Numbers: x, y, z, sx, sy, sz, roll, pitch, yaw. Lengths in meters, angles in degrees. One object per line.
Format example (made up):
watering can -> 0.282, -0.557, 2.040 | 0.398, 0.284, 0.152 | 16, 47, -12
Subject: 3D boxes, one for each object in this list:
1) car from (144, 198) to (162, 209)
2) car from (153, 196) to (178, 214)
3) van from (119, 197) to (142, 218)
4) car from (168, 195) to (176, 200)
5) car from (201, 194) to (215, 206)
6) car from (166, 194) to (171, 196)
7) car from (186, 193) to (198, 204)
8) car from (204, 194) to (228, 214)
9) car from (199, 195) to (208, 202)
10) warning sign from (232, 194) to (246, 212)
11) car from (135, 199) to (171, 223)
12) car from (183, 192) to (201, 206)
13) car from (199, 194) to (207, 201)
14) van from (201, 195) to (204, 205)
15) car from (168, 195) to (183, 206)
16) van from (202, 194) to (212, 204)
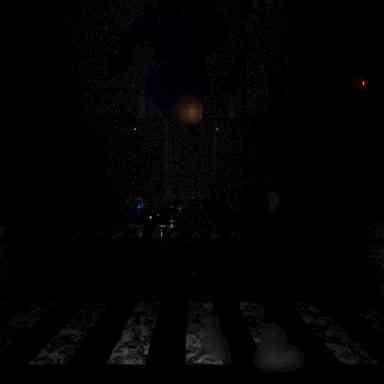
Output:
car -> -5.382, 1.539, 46.203 | 1.887, 1.381, 4.507 | 0, 0, 0
car -> -2.832, 1.473, 36.077 | 1.882, 1.535, 5.008 | 0, 0, 0
van -> -5.394, 1.338, 29.984 | 1.690, 1.788, 3.998 | 0, 0, 0
car -> -5.348, 1.567, 89.453 | 1.802, 1.307, 4.206 | 0, 0, 0
car -> 2.712, 1.307, 57.013 | 2.192, 1.841, 5.009 | 0, 0, 0
car -> -5.369, 1.516, 62.253 | 1.752, 1.417, 4.829 | 0, 0, 0
car -> 0.032, 1.211, 65.222 | 2.150, 2.045, 5.566 | 0, 0, 0
car -> 2.721, 1.311, 35.388 | 2.192, 1.841, 5.009 | 0, 0, 0
car -> 2.703, 1.512, 78.808 | 1.752, 1.417, 4.829 | 0, 0, 0
warning sign -> 4.959, 1.111, 34.930 | 1.300, 1.860, 1.060 | 0, 0, 0
car -> -2.840, 1.502, 25.247 | 1.837, 1.490, 4.892 | 0, 0, 0
car -> 0.080, 1.344, 55.296 | 2.097, 1.767, 4.553 | 0, 0, 0
car -> 2.701, 1.426, 84.043 | 1.967, 1.590, 4.097 | 0, 0, 0
van -> 2.714, 1.334, 51.606 | 1.690, 1.788, 3.998 | 0, 0, 0
car -> -2.747, 1.593, 56.605 | 1.895, 1.301, 4.718 | 0, 0, 0
van -> 2.710, 1.331, 62.419 | 1.690, 1.788, 3.998 | 0, 0, 0
